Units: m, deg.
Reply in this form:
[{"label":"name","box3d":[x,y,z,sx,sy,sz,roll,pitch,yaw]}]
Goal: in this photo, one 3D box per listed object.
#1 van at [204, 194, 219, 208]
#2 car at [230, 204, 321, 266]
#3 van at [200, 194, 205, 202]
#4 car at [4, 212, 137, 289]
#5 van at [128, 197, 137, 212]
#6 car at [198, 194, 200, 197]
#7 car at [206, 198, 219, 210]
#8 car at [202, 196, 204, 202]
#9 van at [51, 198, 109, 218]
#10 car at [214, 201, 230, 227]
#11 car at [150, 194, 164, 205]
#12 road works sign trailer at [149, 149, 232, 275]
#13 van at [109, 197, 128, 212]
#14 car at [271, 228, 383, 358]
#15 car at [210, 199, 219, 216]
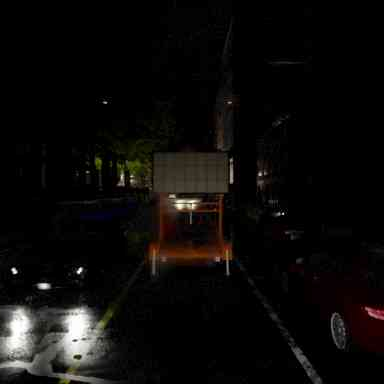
[{"label":"van","box3d":[2.708,1.309,39.755,1.690,1.788,3.998,0,0,0]},{"label":"car","box3d":[2.813,1.312,11.453,2.192,1.841,5.009,0,0,0]},{"label":"van","box3d":[2.645,1.280,56.736,1.690,1.788,3.998,0,0,0]},{"label":"car","box3d":[-3.033,1.545,9.468,2.033,1.411,5.357,0,0,0]},{"label":"van","box3d":[-5.775,1.324,28.374,1.690,1.788,3.998,0,0,0]},{"label":"car","box3d":[2.624,1.493,62.397,1.947,1.339,4.313,0,0,0]},{"label":"car","box3d":[2.729,1.558,34.095,1.802,1.307,4.206,0,0,0]},{"label":"car","box3d":[2.687,1.504,45.416,1.887,1.381,4.507,0,0,0]},{"label":"van","box3d":[-5.732,1.334,17.059,1.690,1.788,3.998,0,0,0]},{"label":"car","box3d":[2.772,1.533,22.774,1.887,1.381,4.507,0,0,0]},{"label":"car","box3d":[-5.880,1.254,56.664,2.192,1.841,5.009,0,0,0]},{"label":"road works sign trailer","box3d":[-0.037,0.462,10.395,2.380,3.560,2.880,0,0,0]},{"label":"van","box3d":[-5.754,1.330,22.716,1.690,1.788,3.998,0,0,0]},{"label":"car","box3d":[2.835,1.581,5.792,1.802,1.307,4.206,0,0,0]},{"label":"car","box3d":[2.751,1.565,28.434,1.802,1.307,4.206,0,0,0]}]
